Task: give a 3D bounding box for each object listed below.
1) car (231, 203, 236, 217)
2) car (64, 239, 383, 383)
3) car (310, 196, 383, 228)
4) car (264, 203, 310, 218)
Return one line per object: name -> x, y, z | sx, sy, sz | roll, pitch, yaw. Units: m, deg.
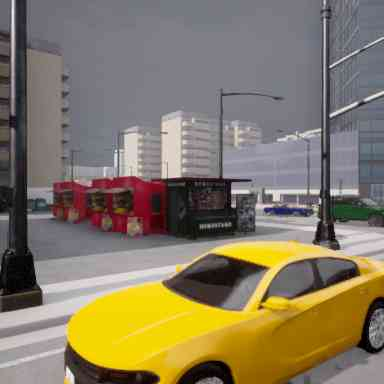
car -> 3.973, 1.812, 33.610 | 1.895, 1.301, 4.718 | 0, -1, -37
car -> 0.896, 1.477, 4.578 | 5.008, 1.535, 1.882 | 0, 0, -35
car -> 11.509, 1.293, 23.191 | 2.150, 2.045, 5.566 | 0, -1, -36
car -> 9.354, 1.758, 32.146 | 1.895, 1.301, 4.718 | 0, -1, -36
